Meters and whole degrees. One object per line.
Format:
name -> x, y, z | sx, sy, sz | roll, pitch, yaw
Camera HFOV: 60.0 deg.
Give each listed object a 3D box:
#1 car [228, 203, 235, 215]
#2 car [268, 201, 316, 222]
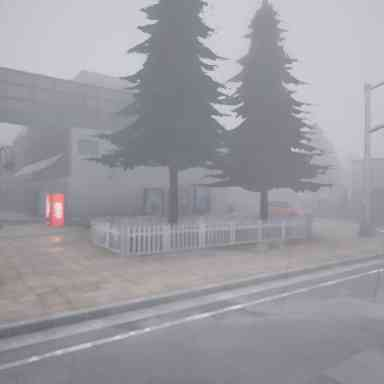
car -> 2.472, 1.496, 37.827 | 2.150, 2.045, 5.566 | 1, 0, -34
car -> 8.414, 1.622, 28.951 | 2.097, 1.767, 4.553 | 1, 0, -34
